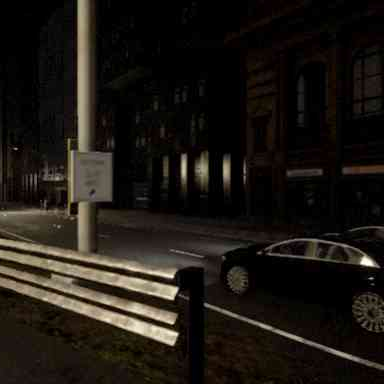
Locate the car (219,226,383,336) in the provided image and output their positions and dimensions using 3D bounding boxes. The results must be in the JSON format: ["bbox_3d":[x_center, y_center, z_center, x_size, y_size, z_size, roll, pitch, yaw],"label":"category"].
[{"bbox_3d":[2.690,1.603,7.074,2.128,1.511,4.902,0,-1,-41],"label":"car"}]

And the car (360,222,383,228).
[{"bbox_3d":[5.296,1.605,9.396,2.128,1.511,4.902,0,0,-41],"label":"car"}]
